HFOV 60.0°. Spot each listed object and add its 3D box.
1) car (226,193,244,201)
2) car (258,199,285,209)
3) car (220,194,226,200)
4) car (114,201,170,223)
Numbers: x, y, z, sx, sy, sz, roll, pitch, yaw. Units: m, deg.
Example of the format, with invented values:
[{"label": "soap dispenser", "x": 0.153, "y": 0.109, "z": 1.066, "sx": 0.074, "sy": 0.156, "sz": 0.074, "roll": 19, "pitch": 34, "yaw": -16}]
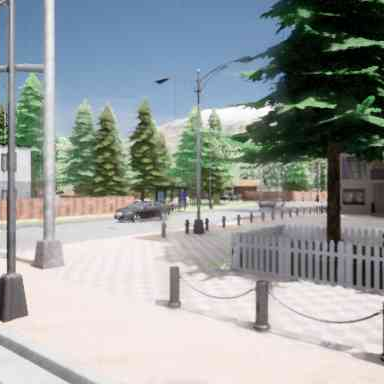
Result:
[{"label": "car", "x": 10.635, "y": 1.114, "z": 79.622, "sx": 1.932, "sy": 1.855, "sz": 4.605, "roll": 0, "pitch": 0, "yaw": 36}, {"label": "car", "x": 10.520, "y": 1.572, "z": 43.915, "sx": 1.895, "sy": 1.301, "sz": 4.718, "roll": 0, "pitch": 0, "yaw": 38}, {"label": "car", "x": 8.370, "y": 1.114, "z": 80.781, "sx": 1.905, "sy": 1.878, "sz": 3.866, "roll": 0, "pitch": 0, "yaw": 36}, {"label": "car", "x": -3.703, "y": 1.461, "z": 25.316, "sx": 2.128, "sy": 1.511, "sz": 4.902, "roll": 0, "pitch": 0, "yaw": 37}]
